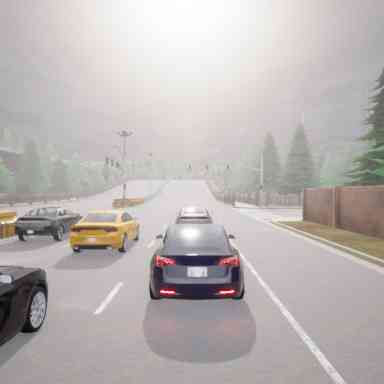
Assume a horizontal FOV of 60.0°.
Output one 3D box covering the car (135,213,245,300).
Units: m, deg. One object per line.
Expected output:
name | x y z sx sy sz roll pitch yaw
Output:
car | 0.098 1.503 8.423 2.163 1.488 4.792 0 0 0

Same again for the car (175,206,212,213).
car | 0.093 1.491 17.514 2.128 1.511 4.902 0 0 0

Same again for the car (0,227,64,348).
car | -3.400 1.478 3.760 1.882 1.535 5.008 0 0 0

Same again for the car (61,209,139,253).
car | -3.404 1.478 13.777 1.882 1.535 5.008 0 0 0

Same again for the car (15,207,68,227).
car | -6.905 1.491 16.624 2.128 1.511 4.902 0 0 0
